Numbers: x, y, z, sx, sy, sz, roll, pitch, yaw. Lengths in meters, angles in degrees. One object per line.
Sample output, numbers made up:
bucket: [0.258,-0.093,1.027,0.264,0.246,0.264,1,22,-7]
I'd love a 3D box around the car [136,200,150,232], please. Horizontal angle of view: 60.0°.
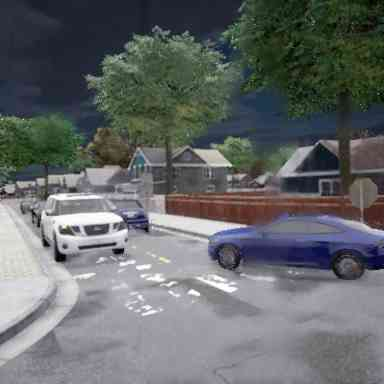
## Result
car: [-3.910,1.129,17.384,2.097,1.767,4.553,-2,1,-30]

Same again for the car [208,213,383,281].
car: [2.716,1.293,8.800,4.674,1.442,1.812,-1,2,25]

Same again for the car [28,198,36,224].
car: [-9.141,1.323,21.416,1.882,1.535,5.008,-2,1,-30]

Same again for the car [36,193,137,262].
car: [-4.160,1.098,12.240,2.150,2.045,5.566,-2,1,-30]

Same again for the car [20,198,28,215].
car: [-15.667,1.330,32.586,2.128,1.511,4.902,-2,1,-30]
